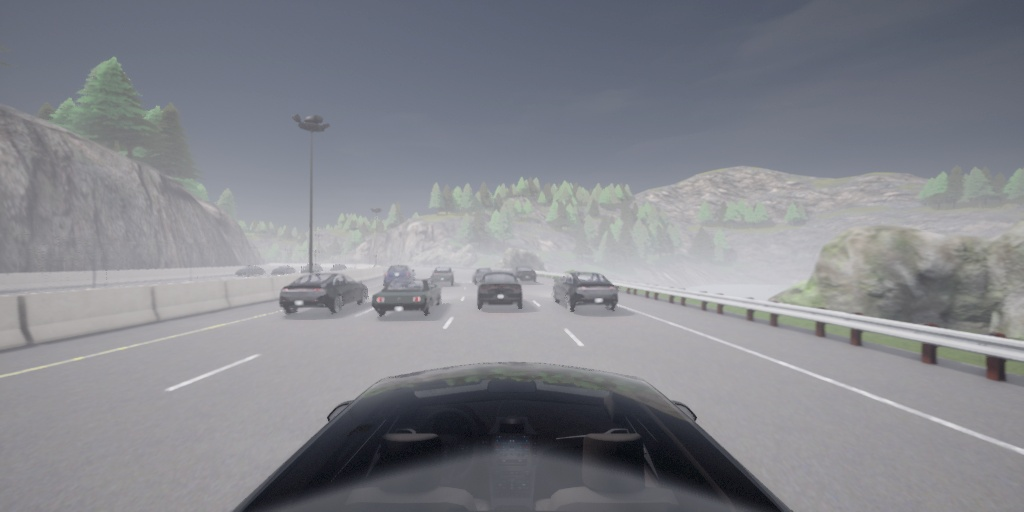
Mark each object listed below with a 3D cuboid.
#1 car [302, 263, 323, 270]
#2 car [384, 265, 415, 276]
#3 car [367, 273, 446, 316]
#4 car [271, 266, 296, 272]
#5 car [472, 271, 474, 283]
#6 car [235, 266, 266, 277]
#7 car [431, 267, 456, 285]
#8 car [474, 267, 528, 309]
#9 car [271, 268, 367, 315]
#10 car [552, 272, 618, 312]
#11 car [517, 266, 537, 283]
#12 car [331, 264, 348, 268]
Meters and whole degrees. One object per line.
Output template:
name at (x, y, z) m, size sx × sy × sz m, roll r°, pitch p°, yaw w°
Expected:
car at (-28.949, 1.868, 52.162) m, size 2.097 × 1.767 × 4.553 m, roll 0°, pitch -1°, yaw -17°
car at (-9.302, 1.515, 30.049) m, size 2.097 × 1.767 × 4.553 m, roll 0°, pitch -1°, yaw -9°
car at (-3.976, 1.535, 14.378) m, size 1.895 × 1.301 × 4.718 m, roll 0°, pitch -1°, yaw -4°
car at (-32.075, 2.048, 50.595) m, size 2.033 × 1.411 × 5.357 m, roll 0°, pitch -1°, yaw -16°
car at (-2.445, 1.731, 31.480) m, size 1.994 × 1.385 × 4.181 m, roll 0°, pitch -1°, yaw -9°
car at (-34.989, 2.022, 48.160) m, size 2.033 × 1.411 × 5.357 m, roll 0°, pitch -1°, yaw -16°
car at (-5.846, 1.654, 30.603) m, size 2.128 × 1.511 × 4.902 m, roll 0°, pitch -1°, yaw -9°
car at (-0.614, 1.431, 16.349) m, size 1.882 × 1.535 × 5.008 m, roll 0°, pitch 0°, yaw -4°
car at (-7.517, 1.440, 14.793) m, size 2.128 × 1.511 × 4.902 m, roll 0°, pitch -1°, yaw -4°
car at (2.967, 1.423, 15.337) m, size 2.128 × 1.511 × 4.902 m, roll 0°, pitch -1°, yaw -4°
car at (0.906, 1.653, 32.712) m, size 1.882 × 1.535 × 5.008 m, roll 0°, pitch 0°, yaw -9°
car at (-25.732, 2.031, 53.610) m, size 1.837 × 1.490 × 4.892 m, roll 0°, pitch -1°, yaw -17°
